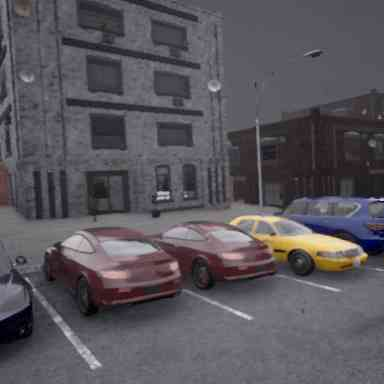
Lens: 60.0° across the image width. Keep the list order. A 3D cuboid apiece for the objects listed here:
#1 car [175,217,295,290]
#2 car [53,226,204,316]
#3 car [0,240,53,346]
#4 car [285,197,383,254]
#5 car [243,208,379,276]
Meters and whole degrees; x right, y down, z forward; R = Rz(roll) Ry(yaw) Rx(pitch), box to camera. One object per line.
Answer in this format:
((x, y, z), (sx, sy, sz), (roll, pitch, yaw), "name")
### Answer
((0.184, 1.506, 9.134), (2.002, 1.452, 4.674), (0, 0, -36), "car")
((-1.987, 1.513, 7.584), (2.002, 1.452, 4.674), (0, 0, -36), "car")
((-4.242, 1.510, 5.942), (2.163, 1.488, 4.792), (0, 0, -36), "car")
((4.708, 1.200, 12.402), (2.435, 2.045, 5.566), (0, 0, -36), "car")
((2.663, 1.455, 10.680), (1.946, 1.575, 5.366), (0, 0, -36), "car")
